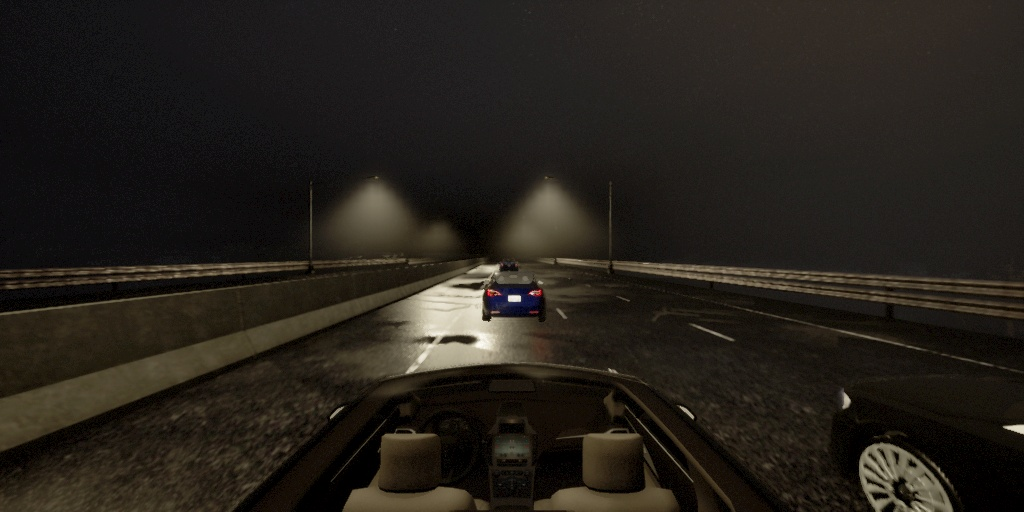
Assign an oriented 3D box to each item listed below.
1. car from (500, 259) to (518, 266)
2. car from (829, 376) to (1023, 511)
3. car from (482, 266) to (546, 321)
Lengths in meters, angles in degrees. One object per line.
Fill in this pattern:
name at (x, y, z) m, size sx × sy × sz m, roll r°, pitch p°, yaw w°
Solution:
car at (-0.362, 1.072, 41.744) m, size 2.097 × 1.767 × 4.553 m, roll 0°, pitch 0°, yaw -1°
car at (3.593, 1.240, 1.002) m, size 2.128 × 1.511 × 4.902 m, roll 0°, pitch 0°, yaw 0°
car at (0.059, 1.252, 12.498) m, size 2.163 × 1.488 × 4.792 m, roll 0°, pitch 0°, yaw 0°
